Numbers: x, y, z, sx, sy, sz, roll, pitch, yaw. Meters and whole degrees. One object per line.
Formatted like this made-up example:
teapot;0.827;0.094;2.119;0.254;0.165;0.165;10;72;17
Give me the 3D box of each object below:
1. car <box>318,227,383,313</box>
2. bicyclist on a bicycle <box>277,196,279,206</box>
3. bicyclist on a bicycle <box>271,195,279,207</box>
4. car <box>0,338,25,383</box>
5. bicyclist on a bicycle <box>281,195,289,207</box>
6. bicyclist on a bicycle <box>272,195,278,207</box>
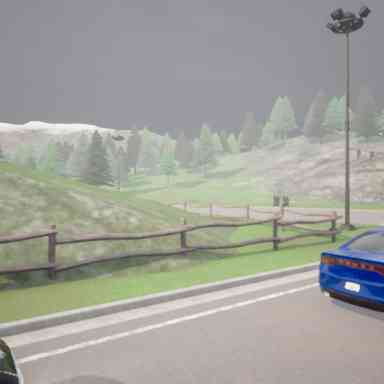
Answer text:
car;4.811;1.478;7.117;5.008;1.535;1.882;0;0;-34
bicyclist on a bicycle;12.967;1.302;46.959;0.582;1.620;1.656;0;0;35
bicyclist on a bicycle;11.866;1.302;47.717;0.582;1.620;1.656;0;0;34
car;-3.220;1.353;1.515;4.553;1.767;2.097;0;0;-35
bicyclist on a bicycle;13.333;1.302;46.704;0.582;1.620;1.656;0;0;35
bicyclist on a bicycle;12.234;1.302;47.465;0.582;1.620;1.656;0;0;34
